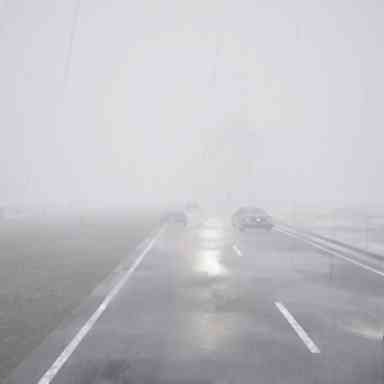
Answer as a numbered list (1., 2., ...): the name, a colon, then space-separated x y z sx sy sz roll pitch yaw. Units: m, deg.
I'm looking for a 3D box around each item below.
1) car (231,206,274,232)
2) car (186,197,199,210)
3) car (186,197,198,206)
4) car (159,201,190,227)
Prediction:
1. car: 3.593 1.584 20.541 2.033 1.411 5.357 0 0 0
2. car: 0.025 1.718 44.109 1.895 1.301 4.718 0 0 1
3. car: -0.016 1.648 58.073 2.128 1.511 4.902 0 0 0
4. car: -1.232 1.570 23.166 1.812 1.442 4.674 0 0 0
